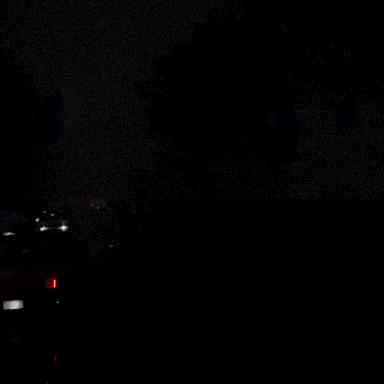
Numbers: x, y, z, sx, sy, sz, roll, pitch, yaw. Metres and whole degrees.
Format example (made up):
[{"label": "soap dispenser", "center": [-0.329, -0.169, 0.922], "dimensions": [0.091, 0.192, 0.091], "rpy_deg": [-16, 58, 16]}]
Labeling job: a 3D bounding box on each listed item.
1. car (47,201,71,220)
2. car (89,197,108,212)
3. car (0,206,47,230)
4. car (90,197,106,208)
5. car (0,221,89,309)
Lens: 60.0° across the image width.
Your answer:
[{"label": "car", "center": [-11.507, 1.528, 28.410], "dimensions": [1.812, 1.442, 4.674], "rpy_deg": [-1, 0, -13]}, {"label": "car", "center": [-10.604, 1.463, 37.727], "dimensions": [1.812, 1.442, 4.674], "rpy_deg": [-1, 0, -14]}, {"label": "car", "center": [-8.440, 1.574, 15.359], "dimensions": [2.033, 1.411, 5.357], "rpy_deg": [-1, 0, -13]}, {"label": "car", "center": [-13.515, 1.451, 47.644], "dimensions": [2.033, 1.411, 5.357], "rpy_deg": [-1, 0, -18]}, {"label": "car", "center": [-3.479, 1.596, 7.728], "dimensions": [1.895, 1.301, 4.718], "rpy_deg": [-1, 0, -13]}]
